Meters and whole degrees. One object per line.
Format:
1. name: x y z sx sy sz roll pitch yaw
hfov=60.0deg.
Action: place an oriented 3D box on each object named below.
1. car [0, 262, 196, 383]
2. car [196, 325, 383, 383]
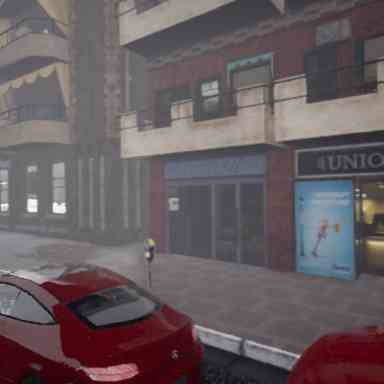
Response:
1. car: -1.813 1.569 4.185 4.206 1.307 1.802 0 -1 36
2. car: 2.700 1.321 0.971 5.009 1.841 2.192 0 -1 36
